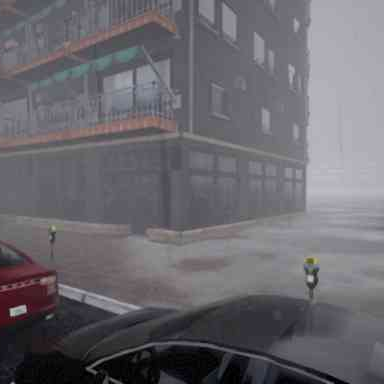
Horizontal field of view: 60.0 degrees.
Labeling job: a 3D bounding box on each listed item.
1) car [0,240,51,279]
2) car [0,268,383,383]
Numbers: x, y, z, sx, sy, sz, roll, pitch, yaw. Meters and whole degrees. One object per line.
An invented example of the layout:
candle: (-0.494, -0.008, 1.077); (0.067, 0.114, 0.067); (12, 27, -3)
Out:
car: (-4.202, 1.475, 5.874); (4.507, 1.381, 1.887); (1, 0, 35)
car: (0.386, 1.555, 2.600); (4.313, 1.339, 1.947); (1, 0, 36)
